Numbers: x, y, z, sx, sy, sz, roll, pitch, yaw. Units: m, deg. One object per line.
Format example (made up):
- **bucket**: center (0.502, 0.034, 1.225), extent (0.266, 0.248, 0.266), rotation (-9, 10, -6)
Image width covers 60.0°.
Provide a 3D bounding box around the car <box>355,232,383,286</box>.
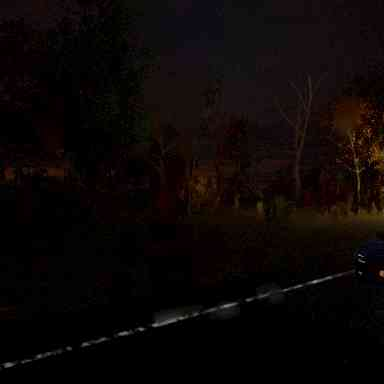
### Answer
- **car**: center (6.105, 1.467, 8.537), extent (5.008, 1.535, 1.882), rotation (0, 0, -37)
